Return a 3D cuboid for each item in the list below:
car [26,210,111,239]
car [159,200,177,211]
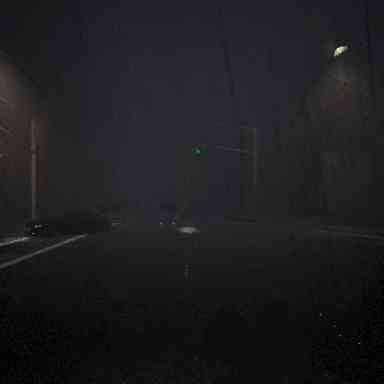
[{"bbox_3d":[-6.512,1.654,17.734,4.181,1.385,1.994,-1,1,-37],"label":"car"},{"bbox_3d":[-2.925,1.598,41.108,1.895,1.301,4.718,0,0,1],"label":"car"}]
